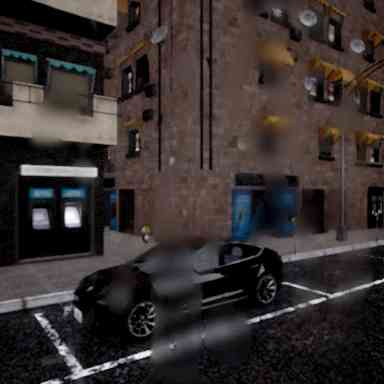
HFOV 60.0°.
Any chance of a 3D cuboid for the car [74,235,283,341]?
[{"bbox_3d":[-0.031,1.590,6.548,4.313,1.339,1.947,0,-1,-36],"label":"car"}]
